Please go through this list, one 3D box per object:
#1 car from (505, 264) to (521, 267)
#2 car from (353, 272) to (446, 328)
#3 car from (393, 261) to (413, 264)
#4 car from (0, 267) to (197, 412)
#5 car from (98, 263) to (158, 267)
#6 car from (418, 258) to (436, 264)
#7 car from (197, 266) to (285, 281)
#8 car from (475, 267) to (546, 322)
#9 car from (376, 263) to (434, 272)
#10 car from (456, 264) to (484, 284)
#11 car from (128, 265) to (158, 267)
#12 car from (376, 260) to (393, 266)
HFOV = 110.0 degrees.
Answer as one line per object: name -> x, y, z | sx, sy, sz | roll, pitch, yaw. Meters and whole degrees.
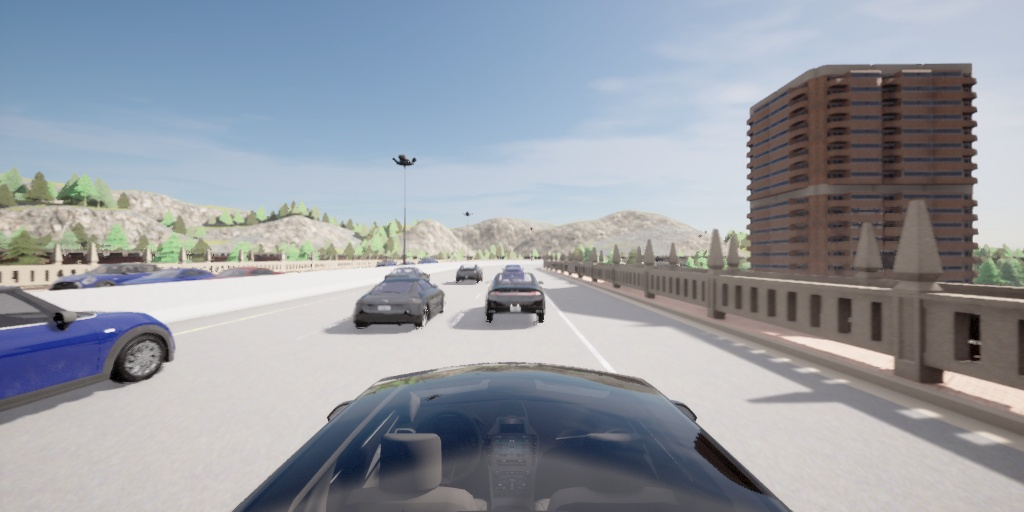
car -> 0.083, 1.434, 30.411 | 1.812, 1.442, 4.674 | 0, 0, 0
car -> -3.402, 1.368, 11.561 | 1.994, 1.385, 4.181 | 0, 0, 0
car -> -17.515, 1.617, 59.696 | 2.033, 1.411, 5.357 | 0, 0, 1
car -> -6.900, 1.116, 4.322 | 2.097, 1.767, 4.553 | 0, 0, 0
car -> -21.100, 1.197, 19.114 | 2.097, 1.767, 4.553 | 0, 0, 0
car -> -14.024, 1.289, 59.335 | 2.150, 2.045, 5.566 | 0, 0, 1
car -> -14.102, 1.321, 18.823 | 1.882, 1.535, 5.008 | 0, 0, 0
car -> 0.099, 1.301, 12.544 | 2.128, 1.511, 4.902 | 0, 0, 0
car -> -6.903, 1.420, 23.892 | 2.033, 1.411, 5.357 | 0, 0, 0
car -> -3.403, 1.394, 29.316 | 2.128, 1.511, 4.902 | 0, 0, 0
car -> -17.602, 1.369, 18.779 | 1.812, 1.442, 4.674 | 0, 0, 0
car -> -21.018, 1.423, 60.083 | 2.097, 1.767, 4.553 | 0, 0, 1
